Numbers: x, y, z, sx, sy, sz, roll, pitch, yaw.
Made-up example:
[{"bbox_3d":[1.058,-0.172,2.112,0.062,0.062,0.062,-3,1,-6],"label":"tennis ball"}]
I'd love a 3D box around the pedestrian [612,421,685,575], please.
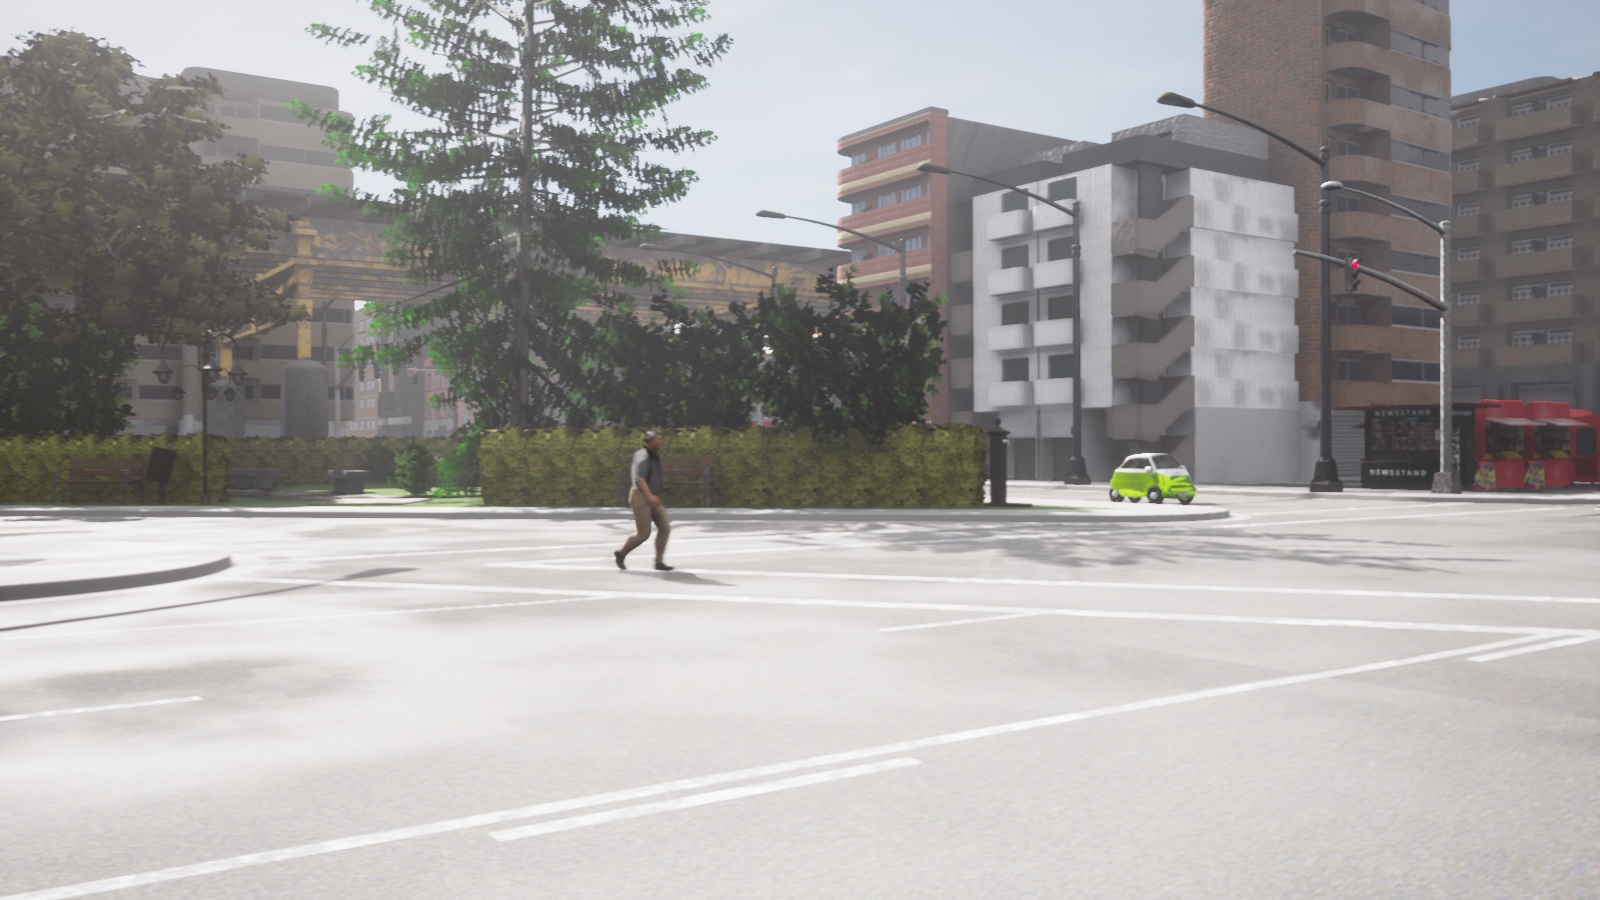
[{"bbox_3d":[-1.874,0.579,15.530,0.694,1.848,0.540,0,0,27],"label":"pedestrian"}]

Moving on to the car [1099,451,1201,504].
[{"bbox_3d":[9.492,0.732,34.099,1.481,1.376,2.207,-1,0,-34],"label":"car"}]
